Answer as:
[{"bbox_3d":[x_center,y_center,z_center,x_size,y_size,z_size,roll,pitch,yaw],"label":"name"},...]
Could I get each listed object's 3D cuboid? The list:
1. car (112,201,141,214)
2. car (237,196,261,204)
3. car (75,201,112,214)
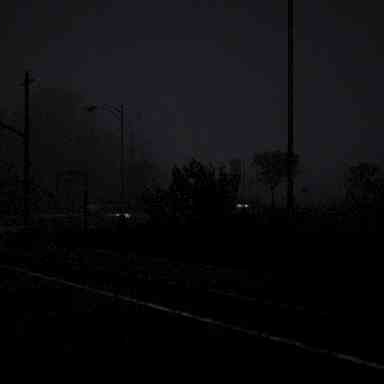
[{"bbox_3d":[-5.575,1.542,36.098,2.033,1.411,5.357,0,0,39],"label":"car"},{"bbox_3d":[9.480,1.286,54.824,2.033,1.411,5.357,0,1,38],"label":"car"},{"bbox_3d":[-10.136,1.599,36.007,1.895,1.301,4.718,0,0,39],"label":"car"}]
